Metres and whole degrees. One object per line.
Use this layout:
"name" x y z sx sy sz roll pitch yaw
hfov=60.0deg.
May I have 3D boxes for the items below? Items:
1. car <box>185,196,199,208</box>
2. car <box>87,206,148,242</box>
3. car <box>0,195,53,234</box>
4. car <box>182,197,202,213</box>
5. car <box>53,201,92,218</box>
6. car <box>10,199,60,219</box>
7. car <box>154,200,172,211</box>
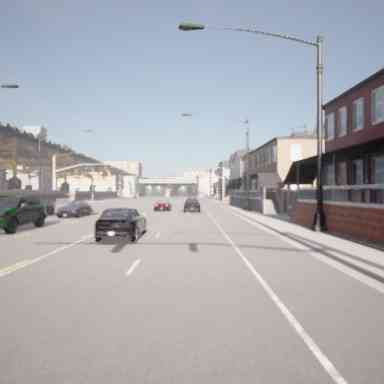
"car" 0.009 1.466 48.376 1.882 1.535 5.008 0 0 0
"car" -3.400 1.501 16.447 1.837 1.490 4.892 0 0 0
"car" -10.531 1.217 19.467 2.150 2.045 5.566 0 0 0
"car" 0.003 1.493 36.985 1.837 1.490 4.892 0 0 0
"car" -10.499 1.540 30.159 2.033 1.411 5.357 0 0 0
"car" -13.999 1.485 30.032 2.128 1.511 4.902 0 0 0
"car" -3.470 1.591 40.447 1.895 1.301 4.718 0 0 0
